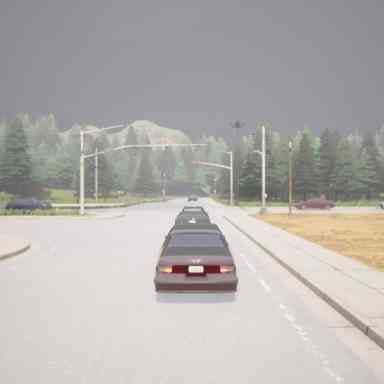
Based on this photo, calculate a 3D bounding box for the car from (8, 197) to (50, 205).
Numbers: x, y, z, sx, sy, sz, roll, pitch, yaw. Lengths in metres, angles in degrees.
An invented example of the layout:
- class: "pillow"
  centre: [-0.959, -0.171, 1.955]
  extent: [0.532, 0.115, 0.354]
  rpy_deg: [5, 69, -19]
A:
- class: "car"
  centre: [-18.043, 1.384, 37.115]
  extent: [4.553, 1.767, 2.097]
  rpy_deg: [0, 0, 1]

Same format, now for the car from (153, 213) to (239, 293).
- class: "car"
  centre: [0.084, 1.536, 8.947]
  extent: [2.033, 1.411, 5.357]
  rpy_deg: [0, 0, 0]

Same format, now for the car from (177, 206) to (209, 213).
- class: "car"
  centre: [0.065, 1.531, 19.554]
  extent: [1.994, 1.385, 4.181]
  rpy_deg: [0, 0, 1]

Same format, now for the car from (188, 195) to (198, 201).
- class: "car"
  centre: [0.123, 1.472, 76.419]
  extent: [1.895, 1.301, 4.718]
  rpy_deg: [0, 0, 1]

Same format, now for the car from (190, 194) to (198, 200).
- class: "car"
  centre: [0.621, 1.402, 91.817]
  extent: [1.994, 1.385, 4.181]
  rpy_deg: [0, 0, 2]

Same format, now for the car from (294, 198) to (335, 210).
- class: "car"
  centre: [14.761, 1.438, 40.185]
  extent: [4.674, 1.442, 1.812]
  rpy_deg: [0, 0, 1]

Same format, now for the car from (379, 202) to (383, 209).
- class: "car"
  centre: [25.040, 1.402, 39.990]
  extent: [4.674, 1.442, 1.812]
  rpy_deg: [0, 0, 1]
